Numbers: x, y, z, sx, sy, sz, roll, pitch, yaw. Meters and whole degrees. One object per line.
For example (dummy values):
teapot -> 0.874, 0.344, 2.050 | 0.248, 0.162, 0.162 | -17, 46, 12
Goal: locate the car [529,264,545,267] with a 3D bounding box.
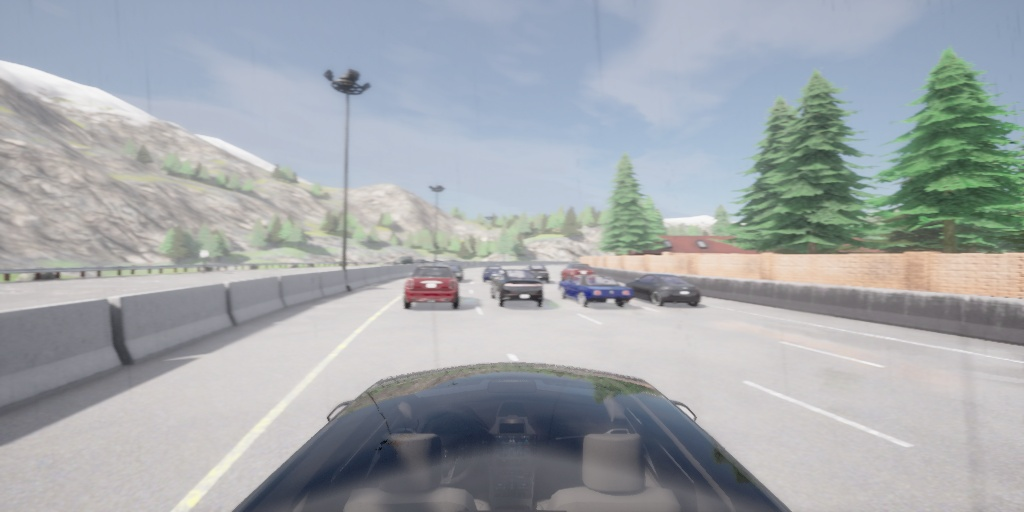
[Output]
car -> 2.000, 1.454, 30.424 | 2.128, 1.511, 4.902 | 1, 0, -3

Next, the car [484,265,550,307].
car -> 0.114, 1.332, 16.103 | 2.128, 1.511, 4.902 | 1, 0, -9

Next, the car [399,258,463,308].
car -> -3.306, 1.123, 15.320 | 2.097, 1.767, 4.553 | 1, -1, -9

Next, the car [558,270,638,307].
car -> 3.590, 1.506, 16.477 | 1.895, 1.301, 4.718 | 1, 0, -9

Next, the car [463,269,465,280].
car -> -4.971, 1.377, 29.633 | 2.033, 1.411, 5.357 | 1, 0, -4

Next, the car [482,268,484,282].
car -> -1.491, 1.461, 30.210 | 1.994, 1.385, 4.181 | 1, 0, -4

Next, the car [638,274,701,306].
car -> 7.022, 1.537, 17.226 | 1.994, 1.385, 4.181 | 1, 0, -9

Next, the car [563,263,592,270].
car -> 5.504, 1.376, 30.452 | 2.097, 1.767, 4.553 | 1, -1, -4
